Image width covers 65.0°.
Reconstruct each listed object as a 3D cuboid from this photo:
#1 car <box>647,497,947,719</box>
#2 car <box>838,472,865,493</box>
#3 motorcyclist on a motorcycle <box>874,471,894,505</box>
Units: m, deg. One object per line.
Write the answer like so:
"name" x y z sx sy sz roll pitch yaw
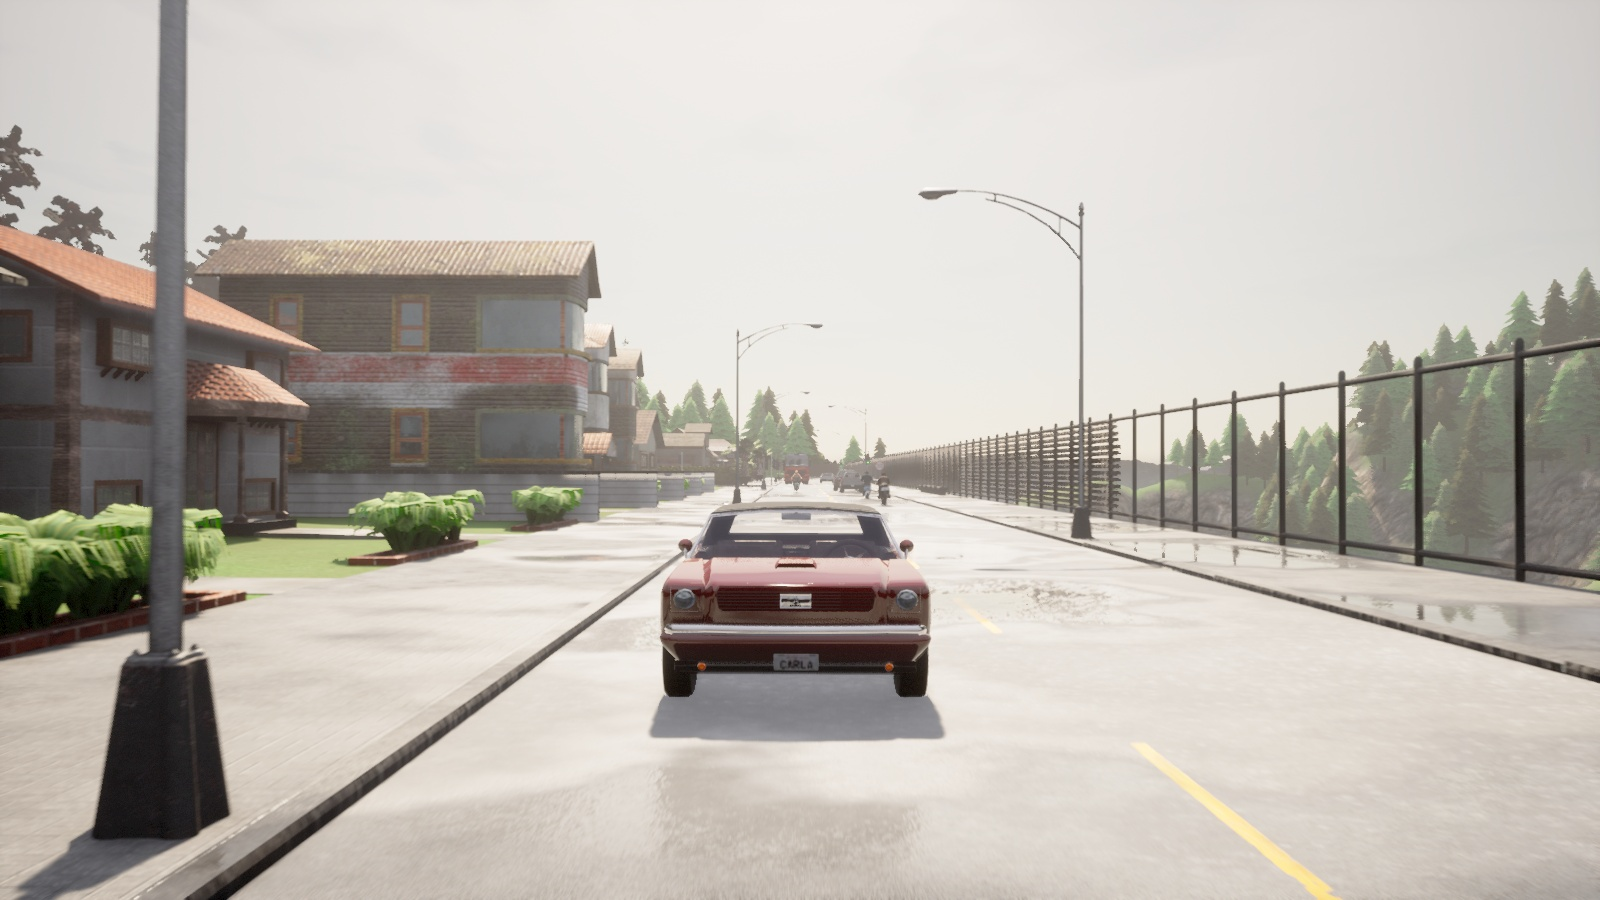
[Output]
"car" -0.025 1.088 10.304 1.895 1.301 4.718 0 -1 0
"car" 3.777 2.356 92.134 1.845 1.501 3.633 0 -1 0
"motorcyclist on a motorcycle" 3.860 1.749 57.832 0.797 1.523 2.044 0 -1 0
